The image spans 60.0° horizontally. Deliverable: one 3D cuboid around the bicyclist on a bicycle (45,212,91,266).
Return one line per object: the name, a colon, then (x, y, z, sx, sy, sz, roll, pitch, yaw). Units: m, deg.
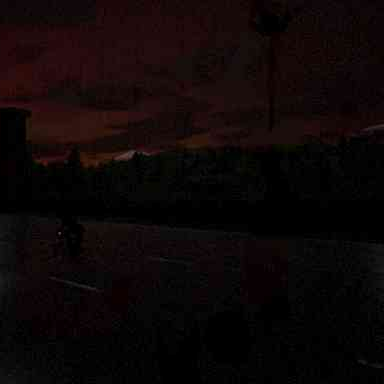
bicyclist on a bicycle: (-3.901, 1.453, 10.543, 0.582, 1.620, 1.656, 0, 1, 36)
